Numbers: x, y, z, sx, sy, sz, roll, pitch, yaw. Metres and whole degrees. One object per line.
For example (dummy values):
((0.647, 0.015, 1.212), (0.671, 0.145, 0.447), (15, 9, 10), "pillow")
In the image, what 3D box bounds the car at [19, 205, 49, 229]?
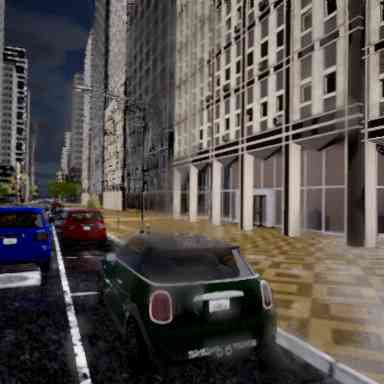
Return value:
((-13.169, 2.037, 27.897), (2.097, 1.767, 4.553), (1, -2, -23), "car")

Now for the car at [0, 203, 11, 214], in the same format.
((-31.505, 2.729, 55.513), (1.967, 1.590, 4.097), (1, -2, -23), "car")

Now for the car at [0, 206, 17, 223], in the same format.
((-19.545, 2.288, 34.659), (1.882, 1.535, 5.008), (1, -2, -23), "car")

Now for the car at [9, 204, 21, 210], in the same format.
((-40.573, 3.367, 76.353), (1.947, 1.339, 4.313), (1, -2, -23), "car")

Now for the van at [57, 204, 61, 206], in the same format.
((-7.955, 1.925, 22.380), (1.690, 1.788, 3.998), (1, -2, -23), "van")

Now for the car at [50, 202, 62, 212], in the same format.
((-28.354, 3.054, 69.277), (2.192, 1.841, 5.009), (1, -2, -23), "car")

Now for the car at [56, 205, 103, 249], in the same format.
((-5.688, 1.771, 17.170), (2.192, 1.841, 5.009), (1, -2, -23), "car")

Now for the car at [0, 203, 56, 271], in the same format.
((-6.134, 1.511, 11.730), (2.150, 2.045, 5.566), (1, -2, -23), "car")

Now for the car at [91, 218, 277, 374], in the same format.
((-0.486, 1.545, 6.294), (2.097, 1.767, 4.553), (1, -2, -23), "car")

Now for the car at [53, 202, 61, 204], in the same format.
((-26.087, 2.926, 64.066), (2.192, 1.841, 5.009), (1, -2, -23), "car")

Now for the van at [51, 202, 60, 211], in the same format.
((-30.620, 3.208, 74.486), (1.690, 1.788, 3.998), (1, -2, -23), "van")

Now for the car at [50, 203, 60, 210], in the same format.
((-32.887, 3.434, 79.694), (1.967, 1.590, 4.097), (1, -2, -23), "car")

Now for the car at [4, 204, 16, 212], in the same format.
((-35.971, 3.067, 65.777), (1.752, 1.417, 4.829), (1, -2, -23), "car")

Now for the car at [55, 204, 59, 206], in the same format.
((-17.021, 2.649, 43.217), (2.008, 1.369, 4.403), (1, -2, -23), "car")

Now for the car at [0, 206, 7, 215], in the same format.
((-29.239, 2.743, 50.299), (1.802, 1.307, 4.206), (1, -2, -23), "car")
